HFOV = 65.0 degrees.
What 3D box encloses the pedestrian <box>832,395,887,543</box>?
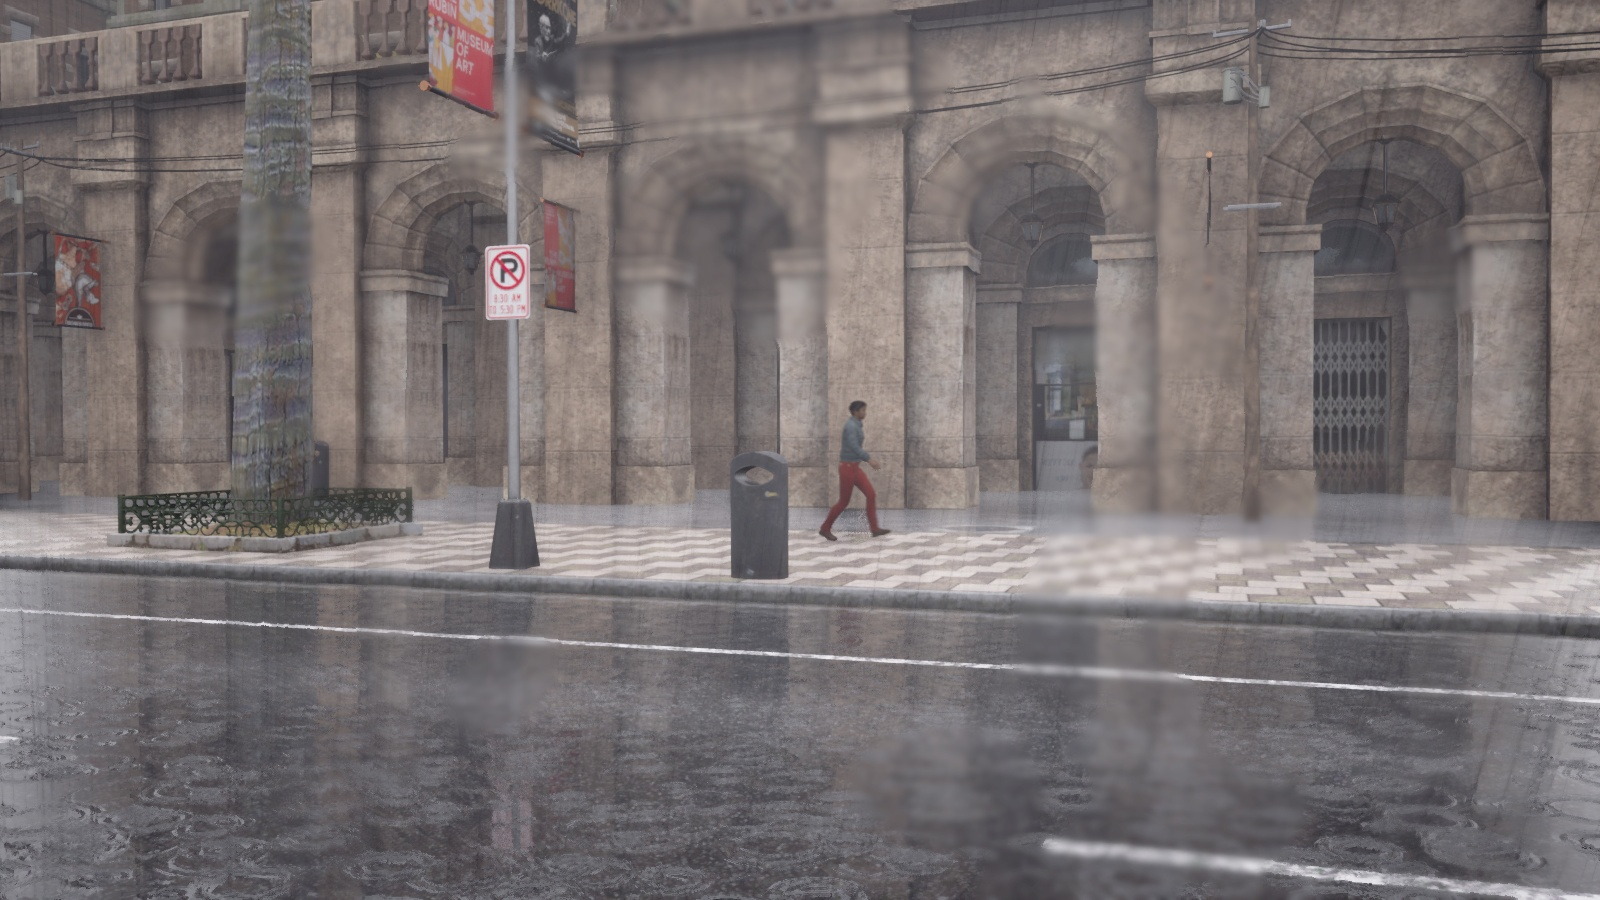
[{"bbox_3d":[0.754,0.231,15.936,0.614,1.847,0.353,1,1,18],"label":"pedestrian"}]
